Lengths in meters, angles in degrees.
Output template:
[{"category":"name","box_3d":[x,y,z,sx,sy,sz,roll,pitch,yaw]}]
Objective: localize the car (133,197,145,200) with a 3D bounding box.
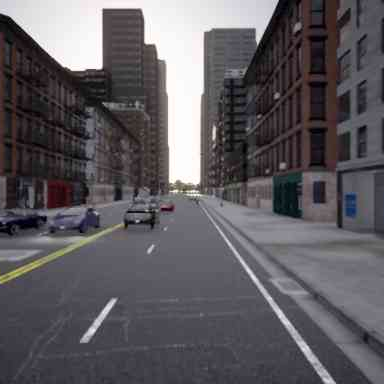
[{"category":"car","box_3d":[-9.771,1.562,60.824,1.812,1.442,4.674,0,0,1]}]

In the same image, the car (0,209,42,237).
[{"category":"car","box_3d":[-9.847,1.609,18.364,1.895,1.301,4.718,0,0,0]}]

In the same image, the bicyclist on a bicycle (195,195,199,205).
[{"category":"bicyclist on a bicycle","box_3d":[0.896,1.405,58.771,0.659,1.776,1.843,0,0,0]}]

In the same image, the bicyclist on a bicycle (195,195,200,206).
[{"category":"bicyclist on a bicycle","box_3d":[0.893,1.466,50.466,0.866,1.612,1.509,0,-1,0]}]

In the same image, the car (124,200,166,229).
[{"category":"car","box_3d":[-3.149,1.501,21.608,2.128,1.511,4.902,0,0,0]}]

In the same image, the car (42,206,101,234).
[{"category":"car","box_3d":[-6.596,1.534,19.259,1.812,1.442,4.674,0,0,0]}]

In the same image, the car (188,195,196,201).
[{"category":"car","box_3d":[0.004,1.597,85.524,2.033,1.411,5.357,0,0,0]}]

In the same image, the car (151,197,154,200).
[{"category":"car","box_3d":[-6.524,1.598,60.842,1.994,1.385,4.181,0,0,1]}]

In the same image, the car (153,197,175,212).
[{"category":"car","box_3d":[-3.150,1.584,39.873,1.994,1.385,4.181,0,0,0]}]
